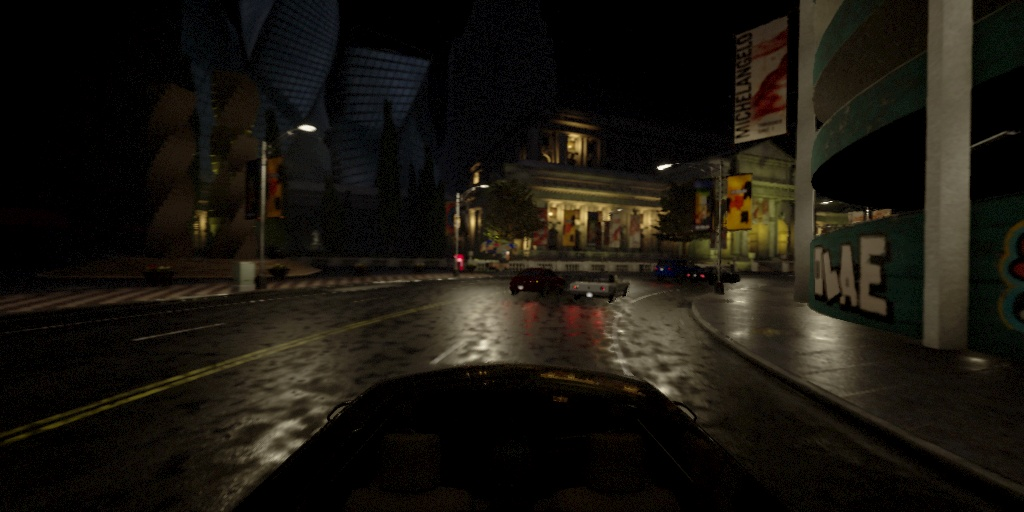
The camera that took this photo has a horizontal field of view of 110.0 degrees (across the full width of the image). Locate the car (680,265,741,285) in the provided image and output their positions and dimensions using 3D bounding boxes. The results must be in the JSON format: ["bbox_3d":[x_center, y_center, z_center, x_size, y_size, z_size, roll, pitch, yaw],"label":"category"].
[{"bbox_3d":[17.267,1.697,30.760,5.357,1.411,2.033,1,0,-29],"label":"car"}]

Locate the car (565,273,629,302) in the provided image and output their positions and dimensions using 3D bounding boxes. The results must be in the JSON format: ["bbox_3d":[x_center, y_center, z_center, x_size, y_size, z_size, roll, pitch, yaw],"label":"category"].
[{"bbox_3d":[4.533,1.479,17.956,1.895,1.301,4.718,1,0,29],"label":"car"}]

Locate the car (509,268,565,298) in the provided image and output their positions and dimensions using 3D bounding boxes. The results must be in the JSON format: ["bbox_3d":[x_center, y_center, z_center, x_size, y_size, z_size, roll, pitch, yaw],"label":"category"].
[{"bbox_3d":[1.468,1.350,19.304,1.812,1.442,4.674,1,0,27],"label":"car"}]

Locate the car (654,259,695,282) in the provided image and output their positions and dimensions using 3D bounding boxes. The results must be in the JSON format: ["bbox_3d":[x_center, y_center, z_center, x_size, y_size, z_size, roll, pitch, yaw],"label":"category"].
[{"bbox_3d":[15.938,1.355,33.904,5.566,2.045,2.150,1,-1,-30],"label":"car"}]
